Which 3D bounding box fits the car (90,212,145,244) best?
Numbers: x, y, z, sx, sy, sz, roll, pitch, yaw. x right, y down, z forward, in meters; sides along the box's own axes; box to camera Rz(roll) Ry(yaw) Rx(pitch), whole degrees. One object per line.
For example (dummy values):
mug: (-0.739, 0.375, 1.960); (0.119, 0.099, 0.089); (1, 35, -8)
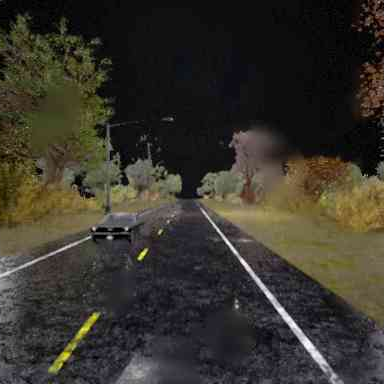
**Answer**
car: (-3.619, 1.722, 16.841); (1.895, 1.301, 4.718); (0, 0, 0)
